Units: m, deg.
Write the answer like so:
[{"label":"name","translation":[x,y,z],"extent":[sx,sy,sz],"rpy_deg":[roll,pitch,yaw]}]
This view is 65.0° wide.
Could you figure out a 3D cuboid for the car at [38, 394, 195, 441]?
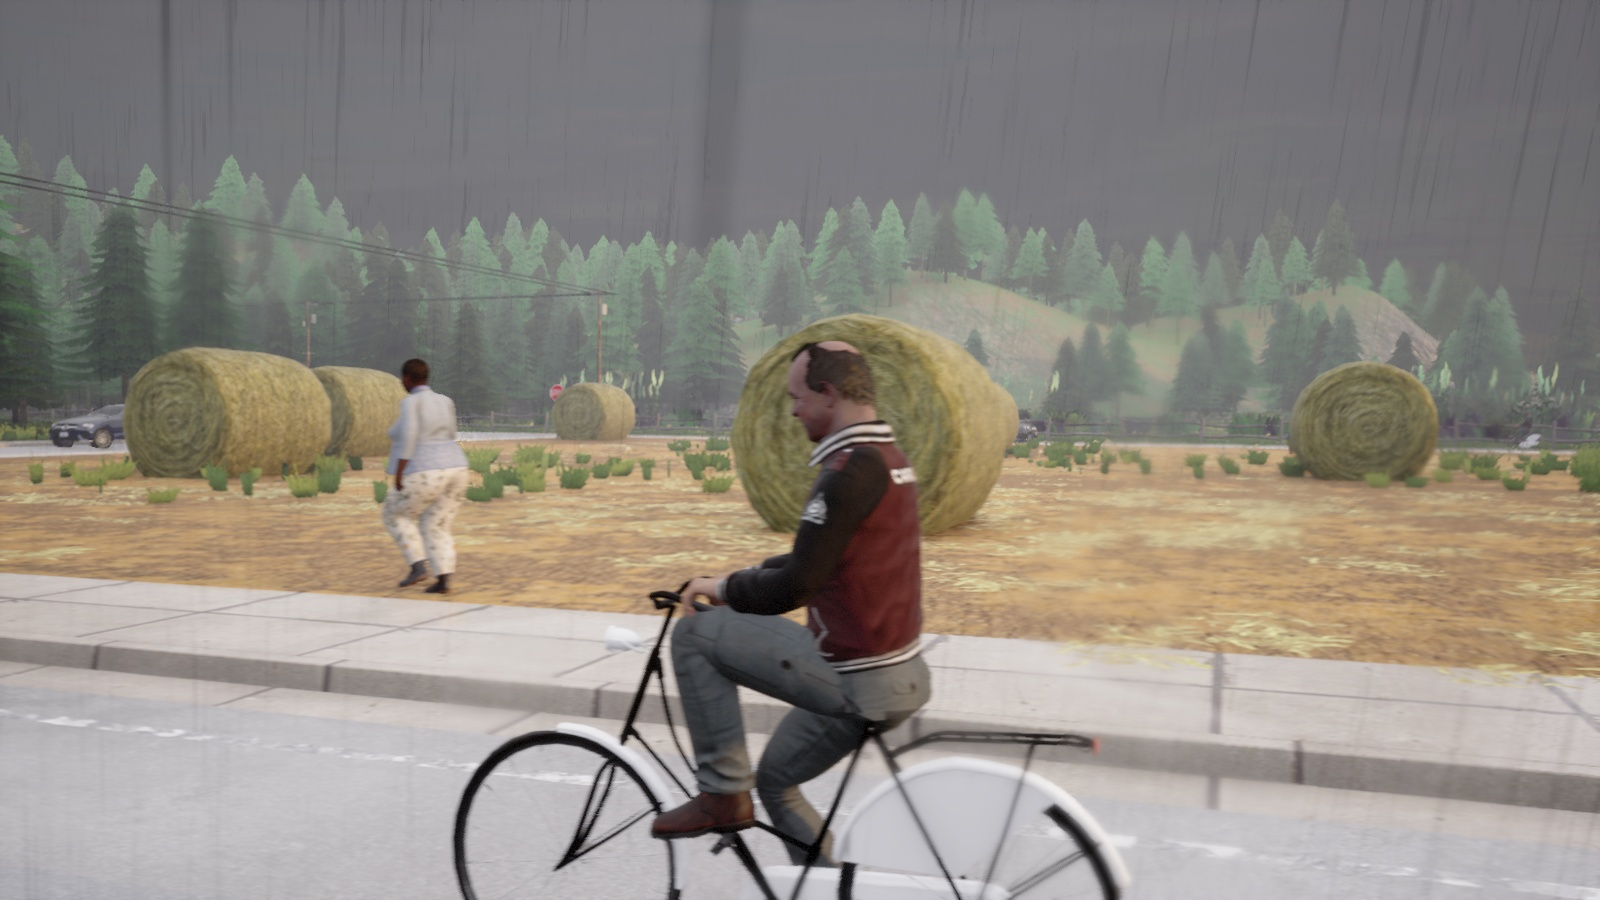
[{"label":"car","translation":[-25.594,-1.236,47.255],"extent":[2.152,1.651,5.027],"rpy_deg":[2,2,20]}]

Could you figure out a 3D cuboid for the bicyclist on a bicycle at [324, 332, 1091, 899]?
[{"label":"bicyclist on a bicycle","translation":[-0.246,0.607,3.262],"extent":[1.843,1.776,0.659],"rpy_deg":[2,2,19]}]

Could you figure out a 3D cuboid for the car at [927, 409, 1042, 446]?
[{"label":"car","translation":[8.778,-1.102,59.853],"extent":[5.027,1.651,2.152],"rpy_deg":[2,2,22]}]

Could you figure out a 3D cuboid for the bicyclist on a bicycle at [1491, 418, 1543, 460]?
[{"label":"bicyclist on a bicycle","translation":[31.073,-0.477,54.426],"extent":[1.843,1.776,0.659],"rpy_deg":[2,2,22]}]

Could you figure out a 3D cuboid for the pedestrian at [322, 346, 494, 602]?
[{"label":"pedestrian","translation":[-3.004,0.153,9.663],"extent":[0.900,1.855,0.874],"rpy_deg":[2,2,26]}]
